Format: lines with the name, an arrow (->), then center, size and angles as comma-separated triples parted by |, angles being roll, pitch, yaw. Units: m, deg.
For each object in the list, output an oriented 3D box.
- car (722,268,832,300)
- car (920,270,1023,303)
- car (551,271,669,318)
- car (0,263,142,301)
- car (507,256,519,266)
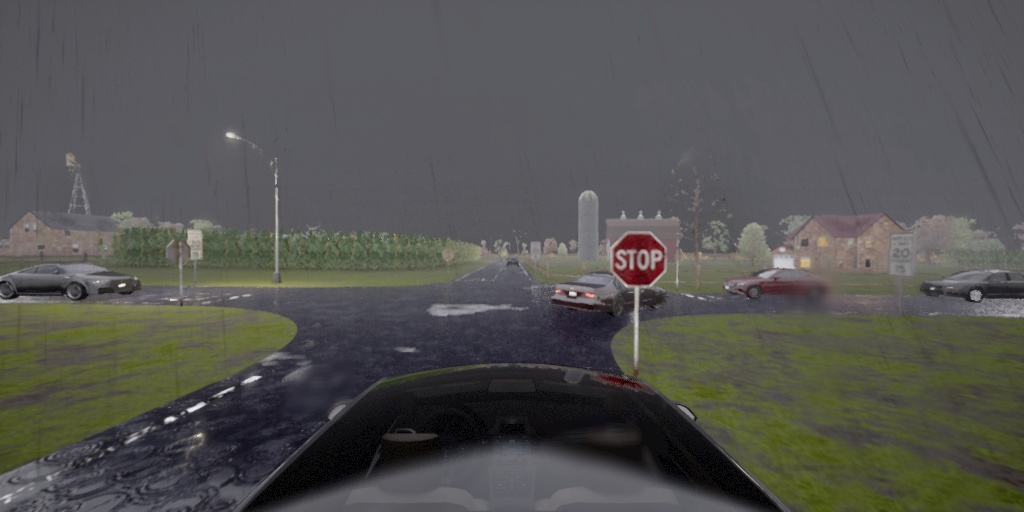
car -> 12.931, 1.321, 17.619 | 4.674, 1.442, 1.812 | 1, 1, 1
car -> 23.118, 1.442, 17.612 | 4.892, 1.490, 1.837 | 1, 1, 0
car -> 3.689, 1.250, 12.850 | 5.357, 1.411, 2.033 | 1, 1, -44
car -> -17.821, 0.977, 14.541 | 4.181, 1.385, 1.994 | 1, 1, -1
car -> 0.144, 0.786, 58.558 | 1.837, 1.490, 4.892 | 0, 0, 0
